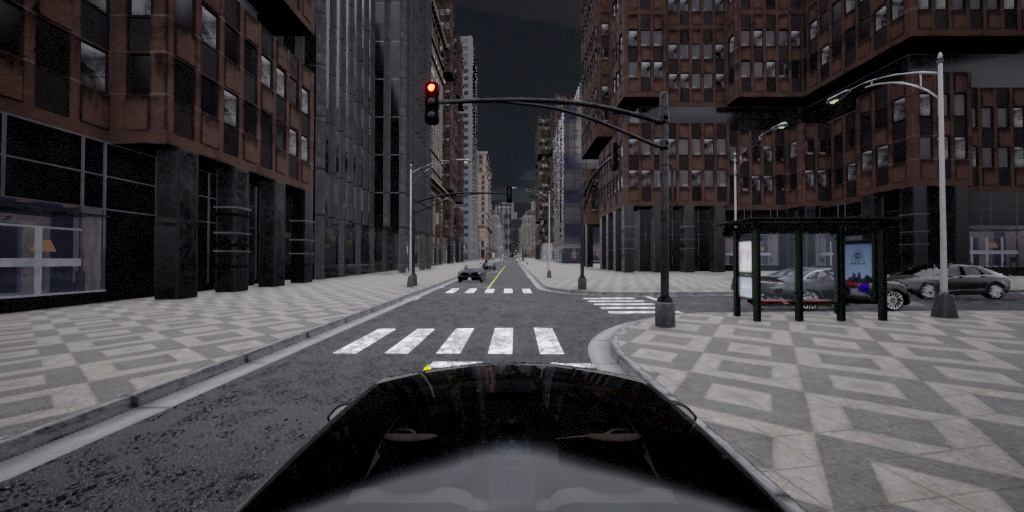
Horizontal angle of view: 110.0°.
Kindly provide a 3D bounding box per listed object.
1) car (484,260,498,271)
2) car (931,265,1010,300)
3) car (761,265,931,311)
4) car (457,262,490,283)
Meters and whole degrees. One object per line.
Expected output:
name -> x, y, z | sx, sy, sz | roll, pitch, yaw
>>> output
car -> -3.027, 1.267, 48.663 | 1.837, 1.490, 4.892 | 0, 0, 0
car -> 19.236, 1.152, 16.199 | 4.892, 1.490, 1.837 | 0, -1, 0
car -> 11.518, 1.145, 13.103 | 4.902, 1.511, 2.128 | 0, -1, 0
car -> -3.066, 1.358, 28.093 | 1.895, 1.301, 4.718 | 0, 0, 0
